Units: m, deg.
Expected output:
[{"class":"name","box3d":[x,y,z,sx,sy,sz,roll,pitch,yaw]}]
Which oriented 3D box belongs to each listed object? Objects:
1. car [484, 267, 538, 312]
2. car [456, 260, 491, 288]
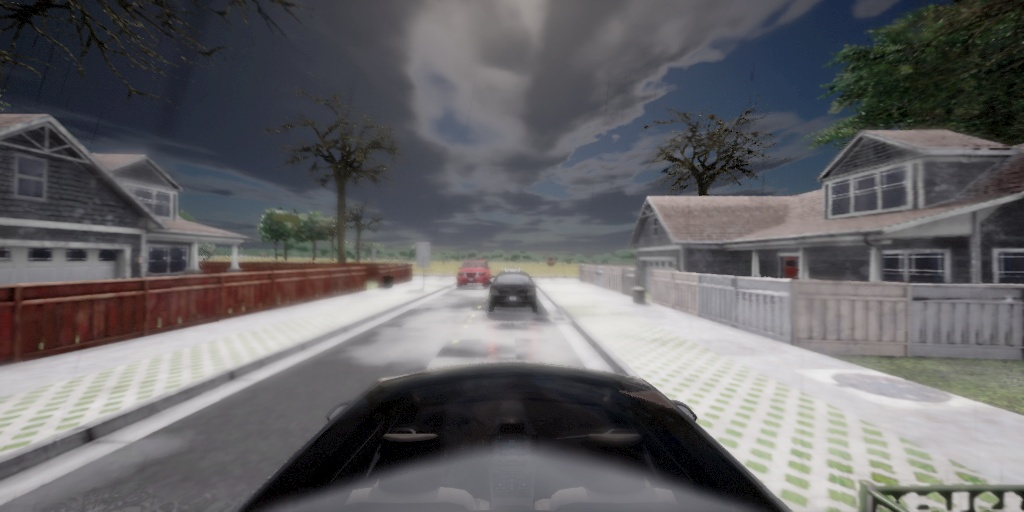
[{"class":"car","box3d":[0.057,1.401,15.332,1.882,1.535,5.008,0,-1,0]},{"class":"car","box3d":[-2.780,1.309,27.296,2.150,2.045,5.566,0,-1,1]}]
